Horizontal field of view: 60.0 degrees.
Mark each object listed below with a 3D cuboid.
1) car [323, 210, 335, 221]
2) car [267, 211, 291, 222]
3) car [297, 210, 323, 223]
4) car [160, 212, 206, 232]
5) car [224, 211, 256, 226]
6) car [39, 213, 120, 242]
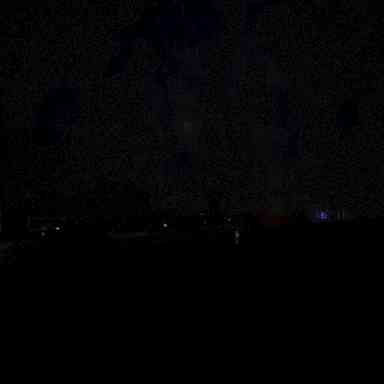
[{"bbox_3d":[22.044,3.766,54.857,2.097,1.767,4.553,0,-3,37],"label":"car"},{"bbox_3d":[11.932,3.319,45.612,1.882,1.535,5.008,0,-2,36],"label":"car"},{"bbox_3d":[16.276,3.478,46.729,2.128,1.511,4.902,0,-2,36],"label":"car"},{"bbox_3d":[-0.682,2.433,27.960,2.128,1.511,4.902,0,-2,35],"label":"car"},{"bbox_3d":[5.334,2.870,36.406,1.837,1.490,4.892,0,-2,35],"label":"car"},{"bbox_3d":[-6.527,2.034,19.804,2.128,1.511,4.902,0,-2,37],"label":"car"}]
